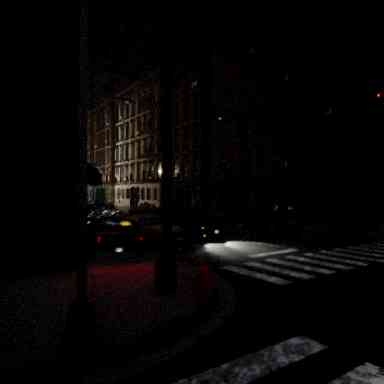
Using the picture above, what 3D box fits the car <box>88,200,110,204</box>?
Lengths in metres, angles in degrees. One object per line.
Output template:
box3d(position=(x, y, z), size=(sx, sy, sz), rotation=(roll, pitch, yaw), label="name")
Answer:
box3d(position=(-7.589, 1.660, 28.342), size=(1.882, 1.535, 5.008), rotation=(1, 0, -35), label="car")

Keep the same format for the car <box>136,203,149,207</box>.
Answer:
box3d(position=(-4.876, 1.758, 34.015), size=(1.752, 1.417, 4.829), rotation=(1, 0, -35), label="car")

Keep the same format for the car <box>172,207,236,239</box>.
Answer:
box3d(position=(0.036, 1.725, 17.542), size=(1.994, 1.385, 4.181), rotation=(1, 0, -35), label="car")

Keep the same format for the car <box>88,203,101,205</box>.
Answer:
box3d(position=(-8.225, 1.723, 24.836), size=(1.947, 1.339, 4.313), rotation=(1, 0, -35), label="car")

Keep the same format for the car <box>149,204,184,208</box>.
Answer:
box3d(position=(-1.660, 1.790, 29.452), size=(1.947, 1.339, 4.313), rotation=(1, 0, -35), label="car")

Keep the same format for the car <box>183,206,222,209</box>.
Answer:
box3d(position=(1.458, 1.797, 25.028), size=(1.802, 1.307, 4.206), rotation=(1, 0, -35), label="car")

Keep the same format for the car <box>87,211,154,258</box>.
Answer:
box3d(position=(-2.999, 1.597, 12.609), size=(1.895, 1.301, 4.718), rotation=(4, -3, -19), label="car")

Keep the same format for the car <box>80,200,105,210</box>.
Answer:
box3d(position=(-14.134, 1.806, 47.149), size=(2.008, 1.369, 4.403), rotation=(1, 0, -35), label="car")

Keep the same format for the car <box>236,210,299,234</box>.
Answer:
box3d(position=(4.577, 1.772, 20.604), size=(1.947, 1.339, 4.313), rotation=(1, 0, -35), label="car")

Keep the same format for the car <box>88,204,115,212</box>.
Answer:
box3d(position=(-5.106, 1.699, 20.412), size=(2.008, 1.369, 4.403), rotation=(1, 0, -35), label="car")

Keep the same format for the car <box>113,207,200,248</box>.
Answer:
box3d(position=(-1.890, 1.665, 15.849), size=(1.752, 1.417, 4.829), rotation=(1, 0, -35), label="car")
